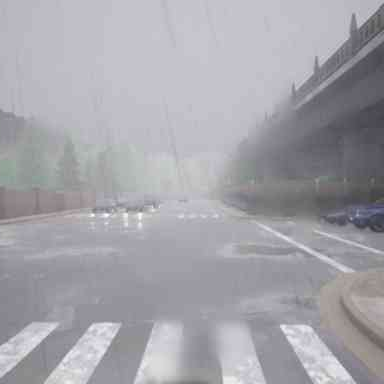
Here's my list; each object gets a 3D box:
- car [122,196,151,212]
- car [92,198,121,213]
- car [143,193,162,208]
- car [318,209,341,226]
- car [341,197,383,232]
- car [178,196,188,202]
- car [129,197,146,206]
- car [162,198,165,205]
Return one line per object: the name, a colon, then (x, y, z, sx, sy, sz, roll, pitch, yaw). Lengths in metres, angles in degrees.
car: (-6.286, 1.516, 38.115, 1.837, 1.490, 4.892, 0, 0, 1)
car: (-9.800, 1.517, 37.466, 1.837, 1.490, 4.892, 0, 0, 1)
car: (-6.092, 1.236, 47.968, 2.150, 2.045, 5.566, 0, 0, 1)
car: (11.660, 1.554, 22.980, 5.357, 1.411, 2.033, 0, 0, 1)
car: (12.118, 1.228, 19.478, 5.566, 2.045, 2.150, 0, 0, 1)
car: (-1.958, 1.575, 75.509, 1.994, 1.385, 4.181, 0, 0, 4)
car: (-9.364, 1.564, 57.413, 2.033, 1.411, 5.357, 0, 0, 2)
car: (-5.848, 1.581, 57.940, 1.994, 1.385, 4.181, 0, 0, 2)
